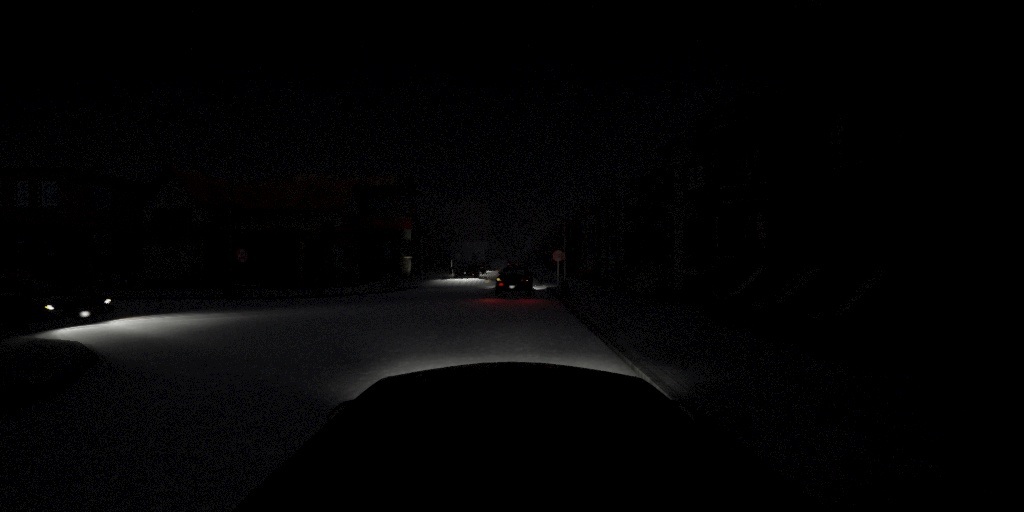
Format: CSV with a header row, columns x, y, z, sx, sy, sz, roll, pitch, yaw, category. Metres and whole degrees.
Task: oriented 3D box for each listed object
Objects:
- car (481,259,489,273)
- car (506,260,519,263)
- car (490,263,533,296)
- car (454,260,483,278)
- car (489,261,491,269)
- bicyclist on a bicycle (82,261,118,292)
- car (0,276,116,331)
x,y,z,sx,sy,sz,roll,pitch,yaw,category
-4.140,1.228,42.423,1.882,1.535,5.008,0,0,0,car
0.045,1.297,56.598,2.033,1.411,5.357,0,0,0,car
0.151,1.276,19.355,1.812,1.442,4.674,1,0,4,car
-4.138,1.314,33.537,1.994,1.385,4.181,0,0,0,car
-4.122,1.242,52.736,2.128,1.511,4.902,0,0,0,car
-21.599,1.099,18.809,0.582,1.620,1.656,0,0,0,bicyclist on a bicycle
-15.066,1.297,10.420,5.357,1.411,2.033,0,0,0,car
